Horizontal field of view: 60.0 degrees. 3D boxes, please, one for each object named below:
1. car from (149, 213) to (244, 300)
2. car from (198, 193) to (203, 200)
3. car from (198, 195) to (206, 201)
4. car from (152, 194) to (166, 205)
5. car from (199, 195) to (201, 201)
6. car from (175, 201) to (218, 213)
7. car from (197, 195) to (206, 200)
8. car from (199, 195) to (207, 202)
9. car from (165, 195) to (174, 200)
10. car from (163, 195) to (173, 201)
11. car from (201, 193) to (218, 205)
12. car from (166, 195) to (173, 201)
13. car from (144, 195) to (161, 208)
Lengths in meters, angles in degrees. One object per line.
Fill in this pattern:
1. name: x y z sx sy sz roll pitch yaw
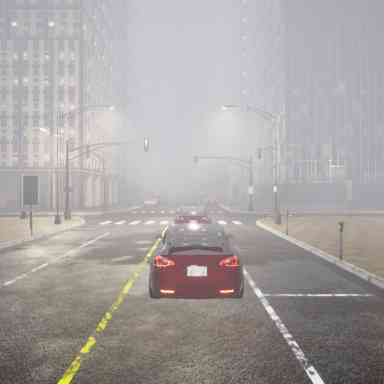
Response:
1. car: 0.079 1.502 8.457 2.163 1.488 4.792 0 0 0
2. car: 2.528 1.220 70.917 2.192 1.841 5.009 0 0 0
3. car: 2.500 1.419 82.266 1.887 1.381 4.507 0 0 0
4. car: -5.913 1.261 53.875 2.192 1.841 5.009 0 0 0
5. car: 2.665 1.497 53.895 2.008 1.369 4.403 0 0 0
6. car: 0.048 1.496 18.452 2.163 1.488 4.792 0 0 0
7. car: 2.486 1.407 87.940 2.008 1.369 4.403 0 0 0
8. car: 2.513 1.415 76.762 1.752 1.417 4.829 0 0 0
9. car: -5.894 1.407 87.928 2.008 1.369 4.403 0 0 0
10. car: -5.881 1.425 82.252 2.008 1.369 4.403 0 0 0
11. car: 2.710 1.398 48.216 1.967 1.590 4.097 0 0 0
12. car: -5.868 1.435 76.577 1.887 1.381 4.507 0 0 0
13. car: -5.930 1.483 48.027 1.752 1.417 4.829 0 0 0
